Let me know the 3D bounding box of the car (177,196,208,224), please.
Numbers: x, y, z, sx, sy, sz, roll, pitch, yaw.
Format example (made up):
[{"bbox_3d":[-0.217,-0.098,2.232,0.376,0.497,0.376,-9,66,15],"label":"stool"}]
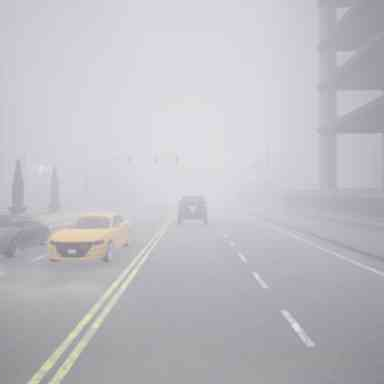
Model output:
[{"bbox_3d":[0.055,1.274,25.143,2.150,2.045,5.566,0,0,0],"label":"car"}]

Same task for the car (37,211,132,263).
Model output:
[{"bbox_3d":[-3.532,1.503,12.336,1.882,1.535,5.008,0,0,1],"label":"car"}]

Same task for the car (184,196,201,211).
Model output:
[{"bbox_3d":[0.062,1.434,42.656,2.097,1.767,4.553,0,0,0],"label":"car"}]

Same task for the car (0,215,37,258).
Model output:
[{"bbox_3d":[-7.097,1.591,12.739,1.994,1.385,4.181,0,0,0],"label":"car"}]
